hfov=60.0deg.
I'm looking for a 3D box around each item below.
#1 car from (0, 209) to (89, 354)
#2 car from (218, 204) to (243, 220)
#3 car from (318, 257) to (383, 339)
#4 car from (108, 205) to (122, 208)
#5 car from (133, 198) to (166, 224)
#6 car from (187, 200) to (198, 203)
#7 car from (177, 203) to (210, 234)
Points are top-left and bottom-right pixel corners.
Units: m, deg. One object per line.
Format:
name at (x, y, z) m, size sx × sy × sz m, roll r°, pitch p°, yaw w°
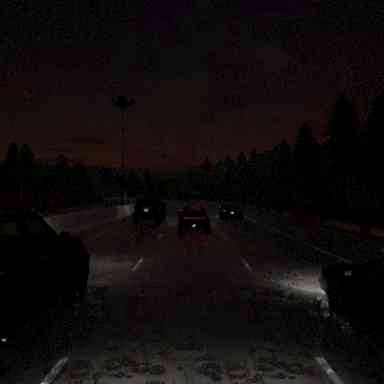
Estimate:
car at (-3.401, 1.269, 5.217) m, size 2.150 × 2.045 × 5.566 m, roll 0°, pitch 0°, yaw 0°
car at (3.615, 1.851, 31.829) m, size 1.994 × 1.385 × 4.181 m, roll 0°, pitch 0°, yaw 0°
car at (3.599, 1.591, 4.647) m, size 2.033 × 1.411 × 5.357 m, roll 0°, pitch 0°, yaw 0°
car at (-10.539, 1.948, 45.149) m, size 2.033 × 1.411 × 5.357 m, roll 0°, pitch 0°, yaw 1°
car at (-3.388, 1.467, 27.308) m, size 2.150 × 2.045 × 5.566 m, roll 0°, pitch 0°, yaw 0°
car at (0.119, 1.880, 44.964) m, size 1.882 × 1.535 × 5.008 m, roll 0°, pitch 0°, yaw 0°
car at (0.109, 1.679, 20.740) m, size 2.128 × 1.511 × 4.902 m, roll 0°, pitch 0°, yaw 0°
